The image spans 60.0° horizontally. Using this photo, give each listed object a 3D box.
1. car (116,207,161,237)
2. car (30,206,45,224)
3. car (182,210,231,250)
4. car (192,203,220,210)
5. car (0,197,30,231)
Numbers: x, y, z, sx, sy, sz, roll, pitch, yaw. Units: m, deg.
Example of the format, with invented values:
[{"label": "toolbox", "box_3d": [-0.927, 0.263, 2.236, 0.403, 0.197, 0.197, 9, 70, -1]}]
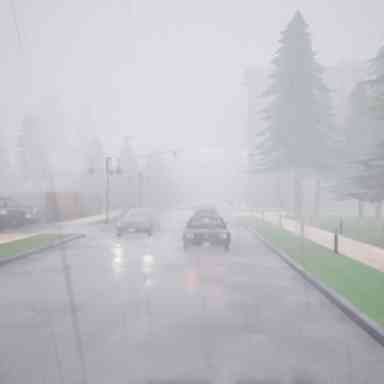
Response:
[{"label": "car", "box_3d": [-2.889, 1.620, 18.758, 1.812, 1.442, 4.674, 0, 0, 2]}, {"label": "car", "box_3d": [-12.049, 1.245, 21.371, 4.605, 1.855, 1.932, 0, 0, 2]}, {"label": "car", "box_3d": [0.631, 1.687, 14.679, 1.895, 1.301, 4.718, 0, 0, 2]}, {"label": "car", "box_3d": [1.073, 1.654, 25.650, 1.837, 1.490, 4.892, 0, 0, 2]}, {"label": "car", "box_3d": [-11.757, 1.234, 18.844, 3.866, 1.878, 1.905, 0, 0, 2]}]
